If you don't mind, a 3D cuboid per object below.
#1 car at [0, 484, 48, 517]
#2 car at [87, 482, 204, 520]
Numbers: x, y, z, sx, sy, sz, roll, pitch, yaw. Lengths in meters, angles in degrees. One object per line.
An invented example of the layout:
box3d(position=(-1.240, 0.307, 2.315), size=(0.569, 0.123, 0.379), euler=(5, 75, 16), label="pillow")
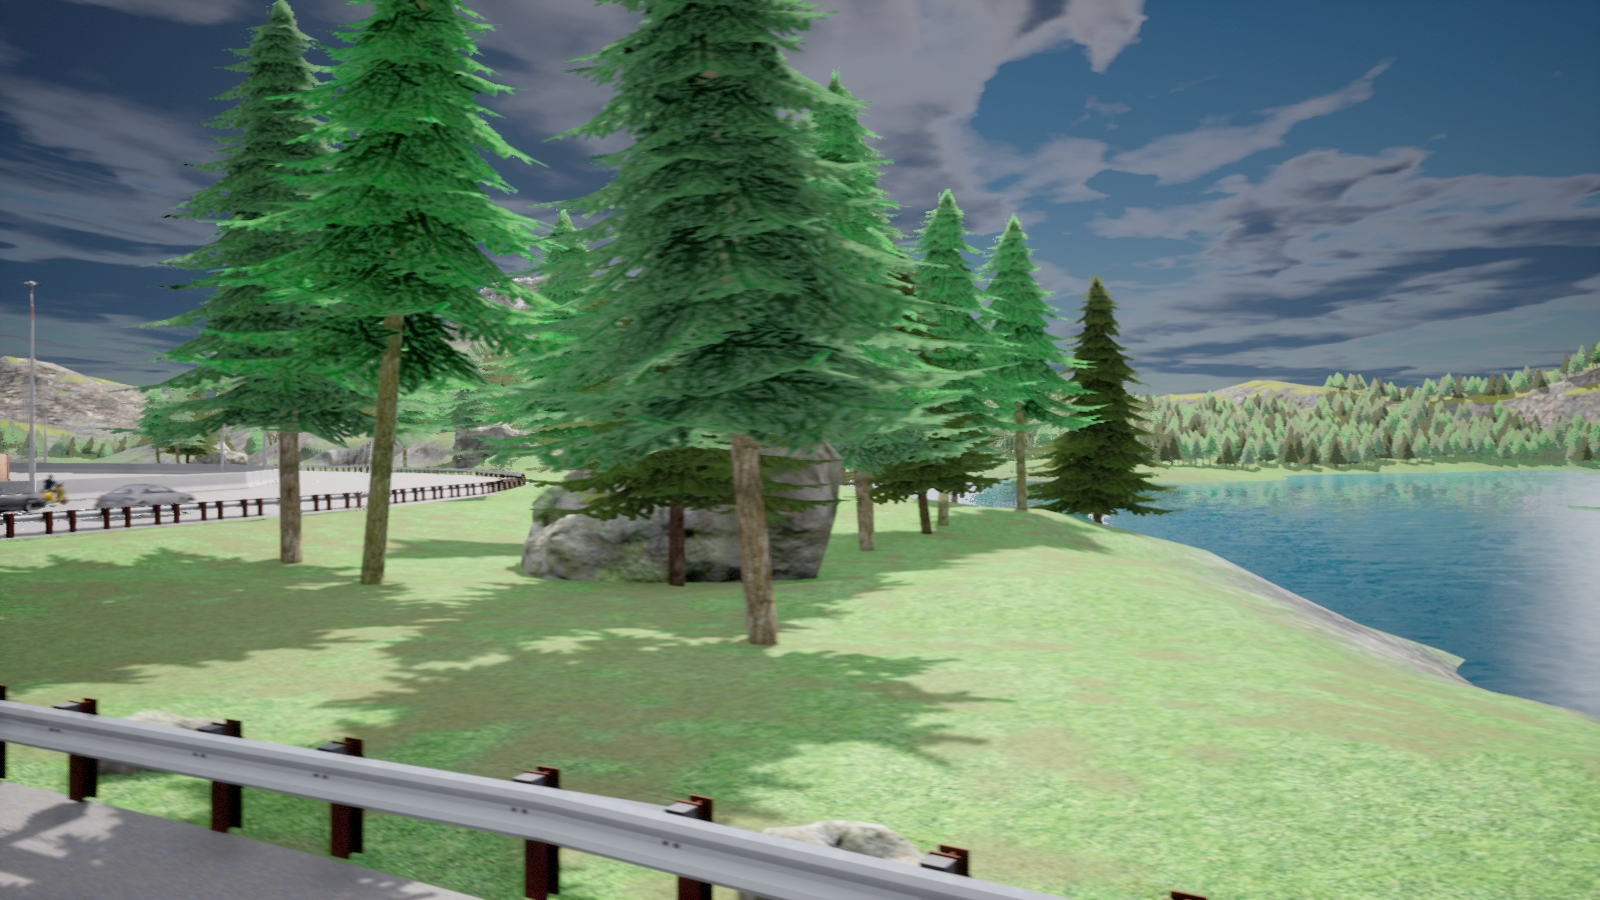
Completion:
box3d(position=(-34.513, 2.148, 48.204), size=(1.895, 1.301, 4.718), euler=(0, 0, 12), label="car")
box3d(position=(-27.414, 2.111, 48.024), size=(1.994, 1.385, 4.181), euler=(0, 0, 11), label="car")
